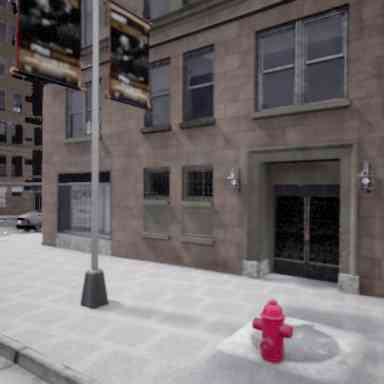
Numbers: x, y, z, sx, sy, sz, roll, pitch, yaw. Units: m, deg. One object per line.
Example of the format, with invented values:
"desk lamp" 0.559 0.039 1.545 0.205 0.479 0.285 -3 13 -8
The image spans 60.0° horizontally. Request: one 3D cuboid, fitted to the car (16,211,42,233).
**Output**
"car" -9.407 1.891 22.207 1.947 1.339 4.313 0 0 36
